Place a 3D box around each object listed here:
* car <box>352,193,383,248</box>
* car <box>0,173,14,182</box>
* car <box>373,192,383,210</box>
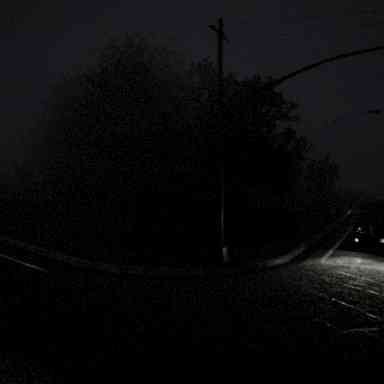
[{"bbox_3d":[8.381,1.305,14.497,2.150,2.045,5.566,0,3,30],"label":"car"},{"bbox_3d":[-44.030,-3.360,78.236,2.150,2.045,5.566,0,3,-6],"label":"car"},{"bbox_3d":[19.941,0.858,34.283,2.033,1.411,5.357,0,3,30],"label":"car"}]
